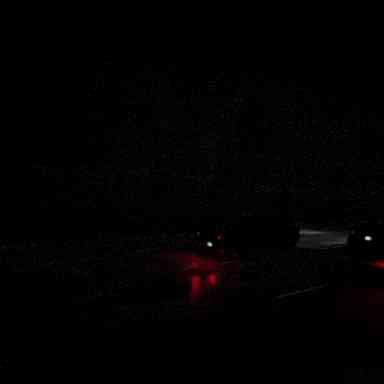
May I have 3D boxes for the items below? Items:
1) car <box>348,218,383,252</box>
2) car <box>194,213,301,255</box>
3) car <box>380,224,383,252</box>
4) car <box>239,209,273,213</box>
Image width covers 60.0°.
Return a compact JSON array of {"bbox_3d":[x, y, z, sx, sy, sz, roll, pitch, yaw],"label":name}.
[{"bbox_3d":[8.470,1.801,14.085,4.181,1.385,1.994,1,-1,-35],"label":"car"},{"bbox_3d":[2.495,1.761,14.122,4.718,1.301,1.895,1,-1,-35],"label":"car"},{"bbox_3d":[7.515,1.671,9.105,4.902,1.511,2.128,1,-1,-35],"label":"car"},{"bbox_3d":[4.002,1.754,19.496,4.674,1.442,1.812,1,-1,-35],"label":"car"}]
